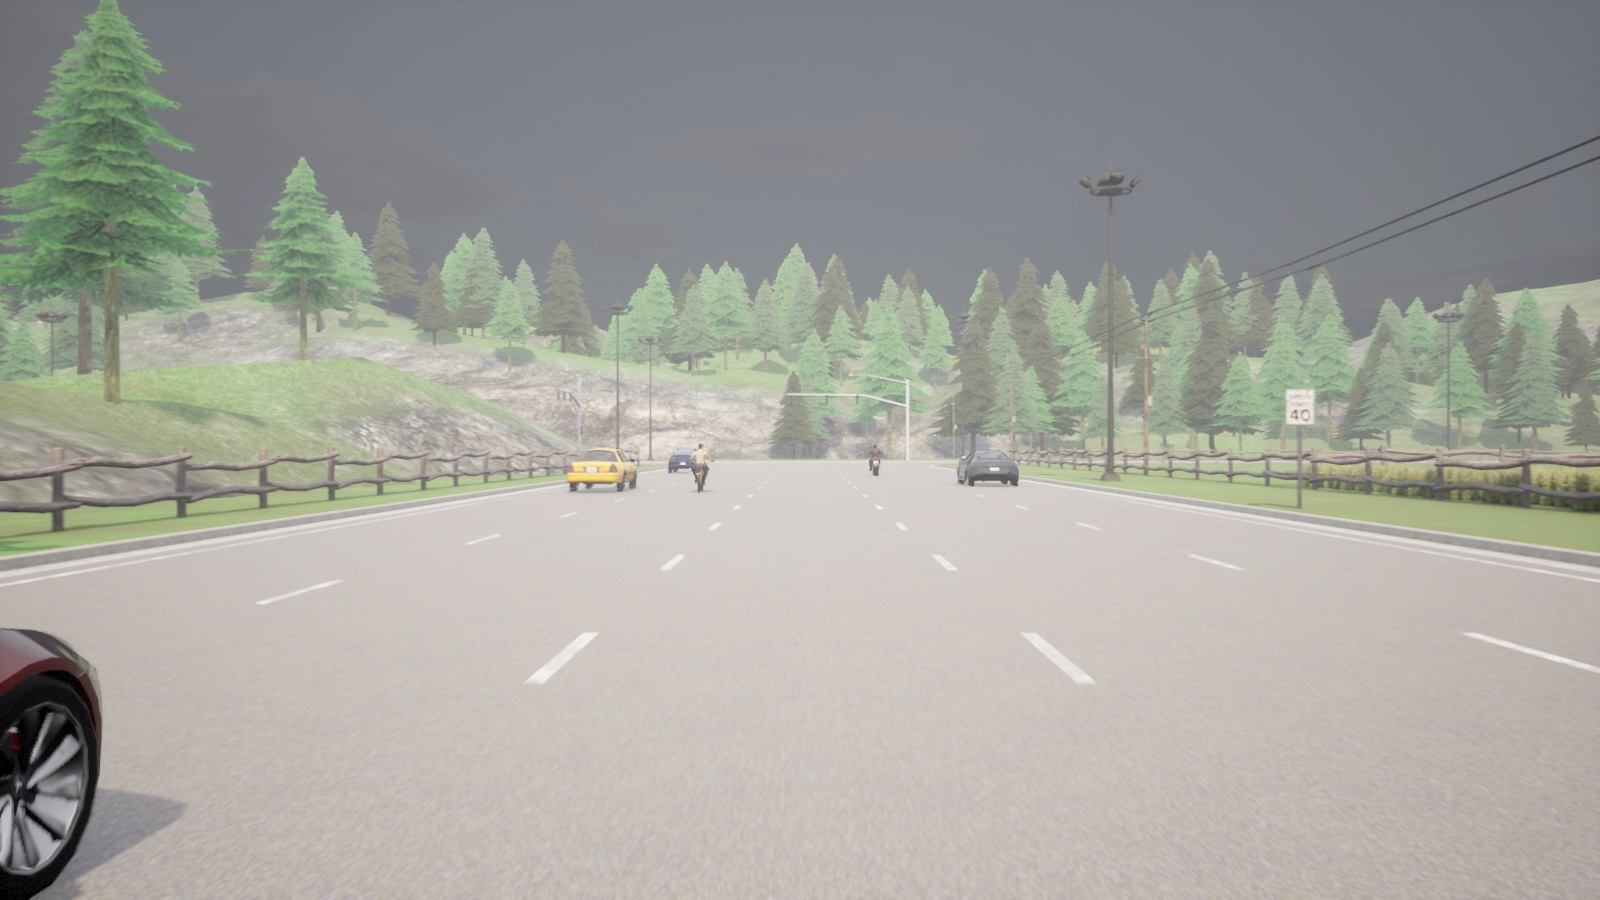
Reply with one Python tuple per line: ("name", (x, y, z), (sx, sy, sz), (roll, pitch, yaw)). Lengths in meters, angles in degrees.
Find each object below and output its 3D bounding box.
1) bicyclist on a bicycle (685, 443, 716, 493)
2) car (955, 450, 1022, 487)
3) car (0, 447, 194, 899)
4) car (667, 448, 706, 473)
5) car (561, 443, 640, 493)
("bicyclist on a bicycle", (-3.253, 0.575, 41.056), (0.866, 1.612, 1.509), (0, 0, 1))
("car", (7.296, 0.691, 48.924), (1.994, 1.385, 4.181), (0, 0, 0))
("car", (-3.470, 0.737, 2.532), (2.163, 1.488, 4.792), (0, 0, 0))
("car", (-6.566, 0.579, 72.860), (1.812, 1.442, 4.674), (0, 0, 0))
("car", (-6.738, 0.569, 42.958), (1.801, 1.575, 5.366), (0, 0, 0))
